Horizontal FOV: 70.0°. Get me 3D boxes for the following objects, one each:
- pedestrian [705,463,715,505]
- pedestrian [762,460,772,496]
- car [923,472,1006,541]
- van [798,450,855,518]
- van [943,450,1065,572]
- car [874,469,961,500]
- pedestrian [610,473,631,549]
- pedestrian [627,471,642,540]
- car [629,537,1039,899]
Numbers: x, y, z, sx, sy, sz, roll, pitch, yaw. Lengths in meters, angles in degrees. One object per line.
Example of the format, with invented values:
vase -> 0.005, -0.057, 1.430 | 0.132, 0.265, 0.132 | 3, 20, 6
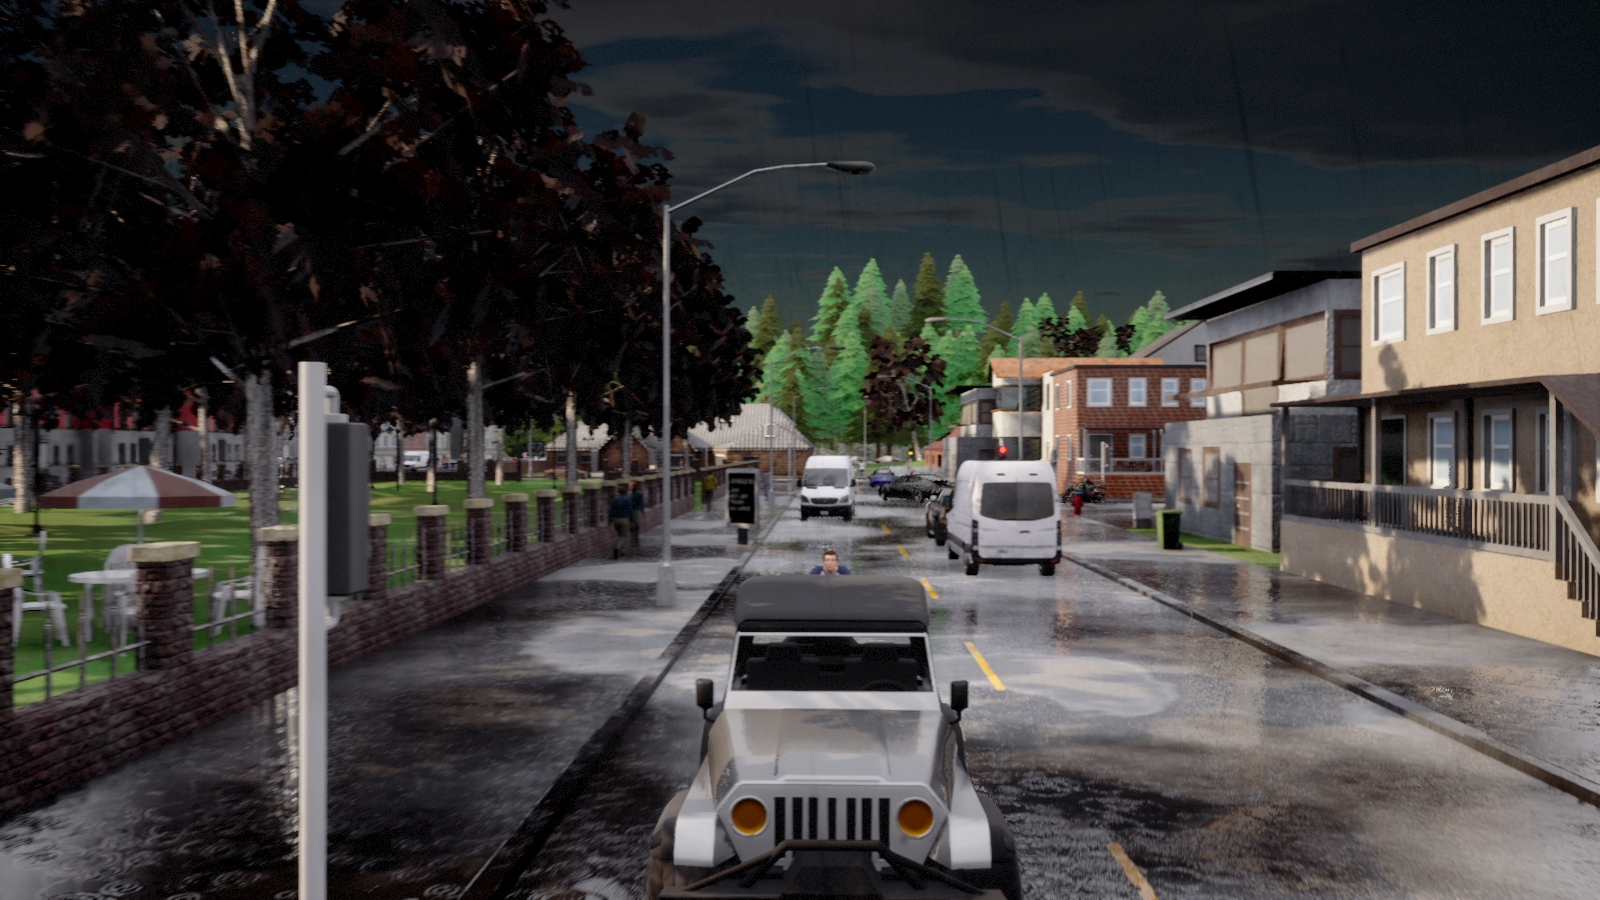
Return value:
pedestrian -> -3.935, 1.487, 50.065 | 0.375, 1.860, 0.375 | 0, 0, 3
pedestrian -> -1.724, 1.483, 59.986 | 0.375, 1.860, 0.375 | 0, 0, 29
car -> 4.843, 1.624, 34.258 | 1.932, 1.855, 4.605 | 0, 0, 1
van -> 1.142, 1.284, 46.003 | 1.988, 2.561, 5.915 | 0, 0, 5
van -> 4.695, 1.300, 27.192 | 1.988, 2.561, 5.915 | 0, 0, 2
car -> 6.258, 1.807, 61.415 | 2.163, 1.488, 4.792 | 0, 0, -33
pedestrian -> -4.431, 1.501, 28.207 | 0.375, 1.860, 0.375 | 0, 0, 13
pedestrian -> -4.504, 1.499, 31.109 | 0.375, 1.860, 0.375 | 0, 0, -1
car -> 0.206, 1.632, 7.250 | 1.905, 1.878, 3.866 | 0, 0, 2
